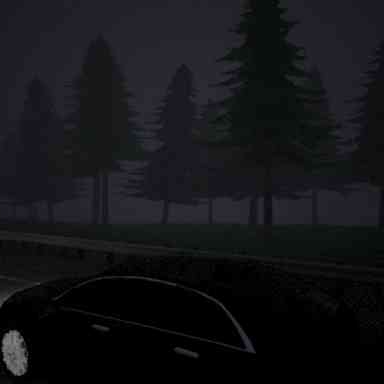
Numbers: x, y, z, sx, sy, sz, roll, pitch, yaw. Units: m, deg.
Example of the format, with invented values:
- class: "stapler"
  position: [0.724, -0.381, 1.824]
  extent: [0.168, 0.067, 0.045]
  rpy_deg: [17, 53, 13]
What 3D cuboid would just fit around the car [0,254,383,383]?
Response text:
- class: "car"
  position: [-0.357, 1.512, 3.871]
  extent: [4.892, 1.490, 1.837]
  rpy_deg: [0, 0, 33]
